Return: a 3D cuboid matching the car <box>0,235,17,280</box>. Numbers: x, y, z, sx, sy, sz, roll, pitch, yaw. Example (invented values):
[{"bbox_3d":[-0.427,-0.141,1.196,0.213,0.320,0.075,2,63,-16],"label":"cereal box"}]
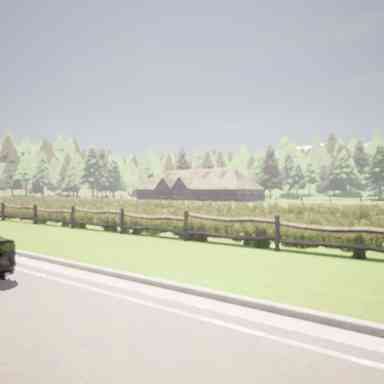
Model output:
[{"bbox_3d":[-6.520,1.444,8.619,5.008,1.535,1.882,0,0,36],"label":"car"}]
